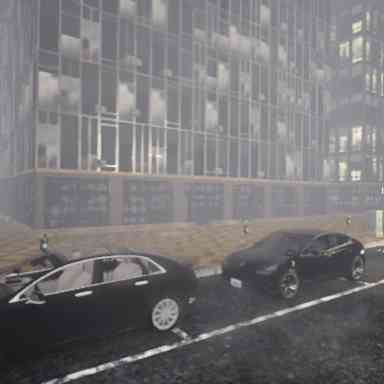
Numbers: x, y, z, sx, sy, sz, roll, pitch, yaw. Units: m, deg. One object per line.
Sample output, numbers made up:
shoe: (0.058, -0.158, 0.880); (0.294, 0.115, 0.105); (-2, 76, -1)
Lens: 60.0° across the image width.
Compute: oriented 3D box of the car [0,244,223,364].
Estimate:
car: (-1.895, 1.562, 5.203); (4.403, 1.369, 2.008); (1, 0, -35)

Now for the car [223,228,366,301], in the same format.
car: (2.739, 1.625, 8.509); (4.313, 1.339, 1.947); (1, 0, -35)
